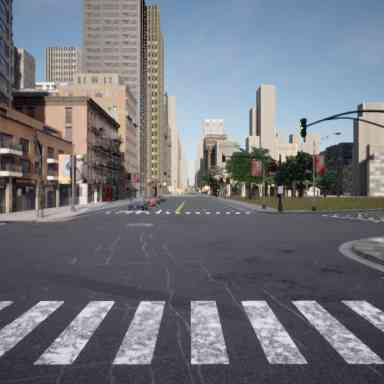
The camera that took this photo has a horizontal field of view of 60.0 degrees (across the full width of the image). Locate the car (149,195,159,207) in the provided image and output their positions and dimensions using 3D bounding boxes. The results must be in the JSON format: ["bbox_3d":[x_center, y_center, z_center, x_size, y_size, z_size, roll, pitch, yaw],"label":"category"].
[{"bbox_3d":[-6.643,1.295,50.559,2.097,1.767,4.553,0,0,0],"label":"car"}]

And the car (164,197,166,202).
[{"bbox_3d":[-6.557,1.502,69.742,1.895,1.301,4.718,0,0,0],"label":"car"}]

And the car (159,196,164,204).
[{"bbox_3d":[-6.631,1.492,59.610,1.994,1.385,4.181,0,0,0],"label":"car"}]

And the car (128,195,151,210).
[{"bbox_3d":[-6.659,1.484,41.507,1.812,1.442,4.674,0,0,0],"label":"car"}]
